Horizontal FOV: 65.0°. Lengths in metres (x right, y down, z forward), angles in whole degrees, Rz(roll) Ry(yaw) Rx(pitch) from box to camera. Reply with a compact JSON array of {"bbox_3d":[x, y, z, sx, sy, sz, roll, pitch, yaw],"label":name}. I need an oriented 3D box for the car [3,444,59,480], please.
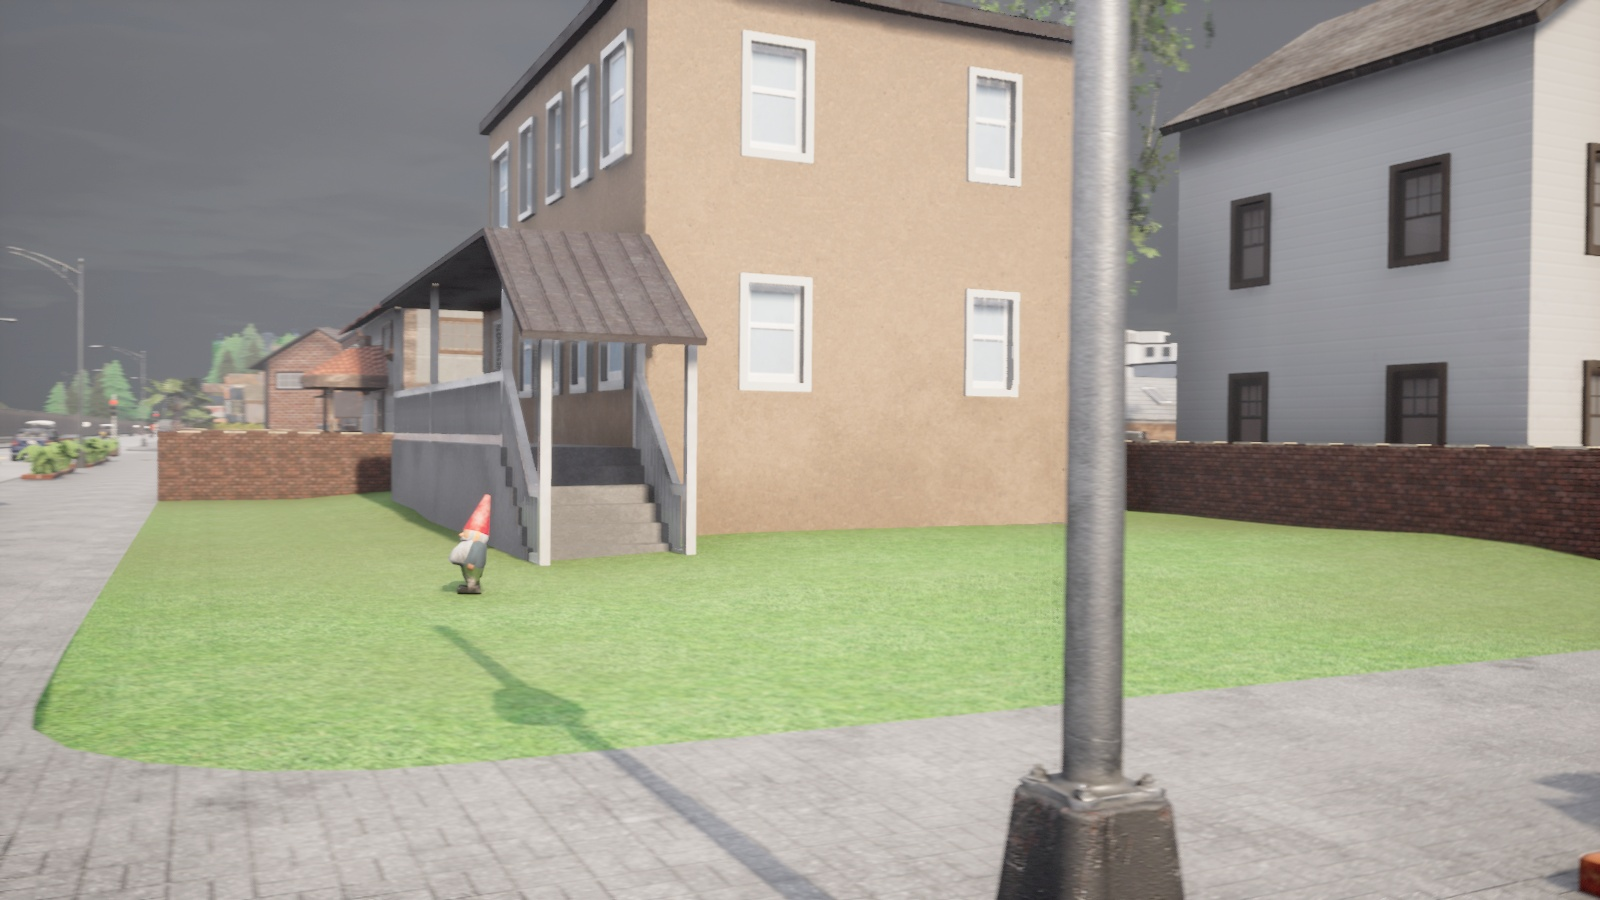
[{"bbox_3d":[-35.000,0.501,57.260,1.789,1.549,3.705,-1,1,-26],"label":"car"}]
